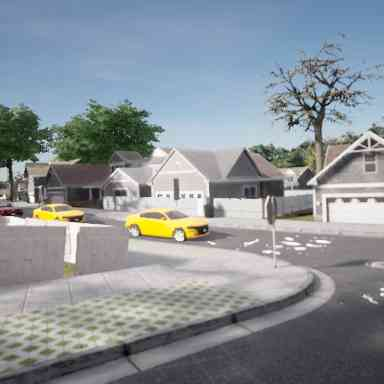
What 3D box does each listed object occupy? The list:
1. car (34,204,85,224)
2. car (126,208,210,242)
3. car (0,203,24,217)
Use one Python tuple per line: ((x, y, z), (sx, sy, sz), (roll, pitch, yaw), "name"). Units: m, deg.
((-9.829, 1.639, 24.526), (5.008, 1.535, 1.882), (0, 3, 41), "car")
((-1.390, 1.650, 17.923), (5.008, 1.535, 1.882), (0, 3, 36), "car")
((-17.769, 1.725, 31.763), (4.718, 1.301, 1.895), (0, 3, 45), "car")
